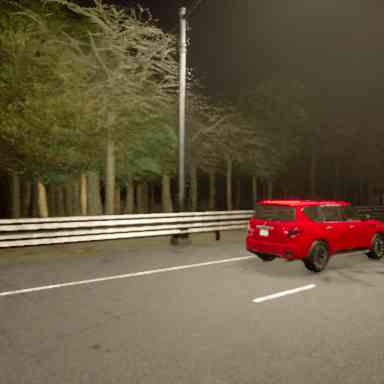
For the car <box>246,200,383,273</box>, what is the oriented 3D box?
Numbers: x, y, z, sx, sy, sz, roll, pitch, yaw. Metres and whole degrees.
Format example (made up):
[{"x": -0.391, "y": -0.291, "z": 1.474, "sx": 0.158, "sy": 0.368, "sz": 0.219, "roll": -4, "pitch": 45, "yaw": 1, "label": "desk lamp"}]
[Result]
[{"x": 4.305, "y": 1.289, "z": 11.167, "sx": 5.566, "sy": 2.045, "sz": 2.150, "roll": 0, "pitch": 0, "yaw": -34, "label": "car"}]
